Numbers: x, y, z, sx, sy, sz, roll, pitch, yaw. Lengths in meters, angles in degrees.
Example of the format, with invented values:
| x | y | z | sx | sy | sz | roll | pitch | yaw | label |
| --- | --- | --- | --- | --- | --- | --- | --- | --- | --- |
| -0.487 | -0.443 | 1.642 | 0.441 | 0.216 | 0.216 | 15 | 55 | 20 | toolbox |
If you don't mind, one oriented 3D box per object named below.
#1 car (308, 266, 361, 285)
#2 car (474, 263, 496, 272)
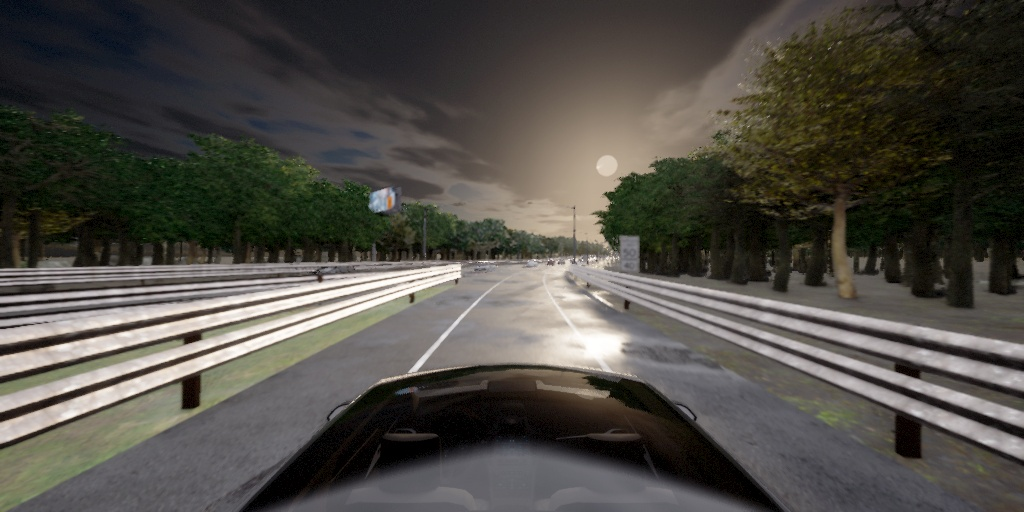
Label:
| x | y | z | sx | sy | sz | roll | pitch | yaw | label |
| --- | --- | --- | --- | --- | --- | --- | --- | --- | --- |
| -11.562 | 1.433 | 24.422 | 1.837 | 1.490 | 4.892 | 0 | 0 | 16 | car |
| -3.783 | 1.601 | 51.348 | 1.895 | 1.301 | 4.718 | 0 | -1 | 16 | car |
